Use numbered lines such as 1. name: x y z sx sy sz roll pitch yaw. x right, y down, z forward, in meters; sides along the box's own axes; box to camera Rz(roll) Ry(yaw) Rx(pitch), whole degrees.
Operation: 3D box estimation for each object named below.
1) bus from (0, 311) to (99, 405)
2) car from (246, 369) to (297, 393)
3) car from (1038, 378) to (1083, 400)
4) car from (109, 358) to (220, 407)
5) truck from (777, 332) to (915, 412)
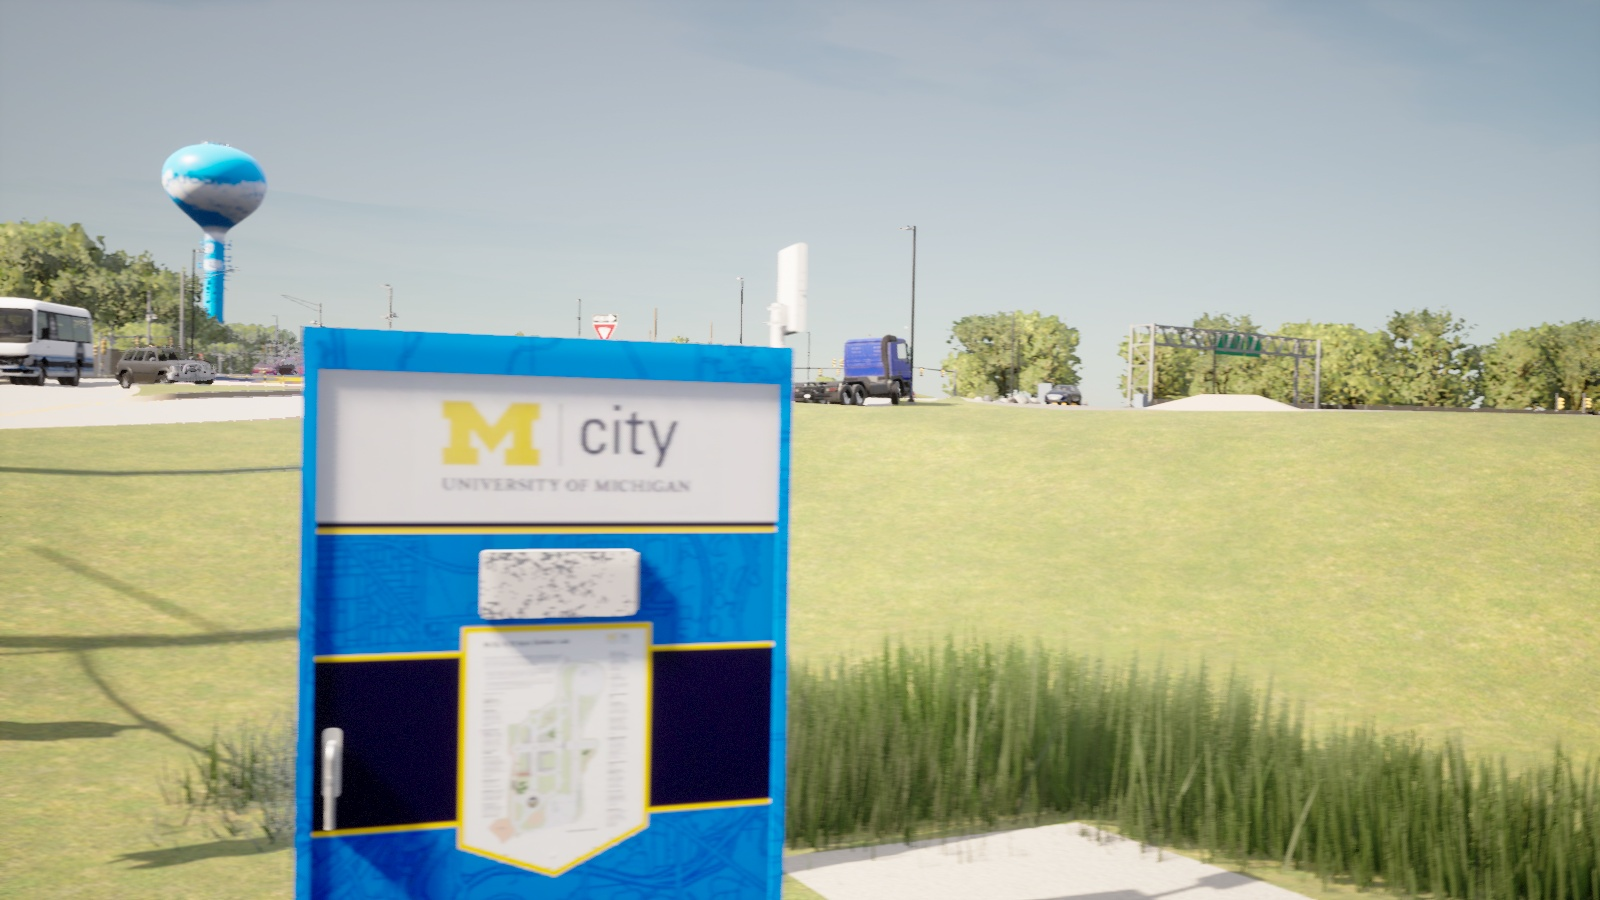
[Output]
1. bus: -38.455 -4.451 62.271 3.944 4.253 10.273 -1 3 -15
2. car: -35.664 -4.703 84.850 1.789 1.549 3.705 1 4 2
3. car: 20.191 -4.697 97.106 2.033 1.649 4.856 2 3 29
4. car: -26.234 -2.804 51.834 4.605 1.855 1.932 3 7 33
5. truck: 2.391 -3.837 60.827 2.891 3.462 7.936 -1 4 32
